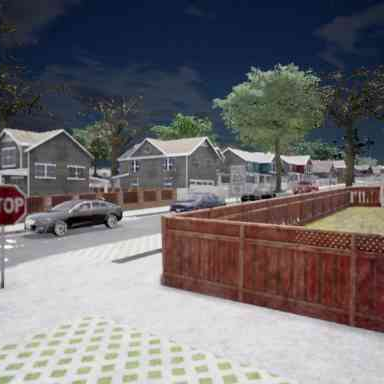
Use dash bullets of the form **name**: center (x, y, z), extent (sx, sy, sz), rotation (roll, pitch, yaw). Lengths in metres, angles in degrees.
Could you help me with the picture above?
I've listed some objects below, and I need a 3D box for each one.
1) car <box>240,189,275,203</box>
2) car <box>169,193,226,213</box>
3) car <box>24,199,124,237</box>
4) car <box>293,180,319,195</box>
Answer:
- **car**: center (6.551, 0.380, 33.039), extent (1.895, 1.301, 4.718), rotation (0, 3, 36)
- **car**: center (0.587, 0.771, 24.751), extent (2.033, 1.411, 5.357), rotation (0, 3, 36)
- **car**: center (-5.567, 1.138, 16.185), extent (2.128, 1.511, 4.902), rotation (0, 2, 36)
- **car**: center (15.667, -0.599, 45.556), extent (2.150, 2.045, 5.566), rotation (0, 3, 36)
